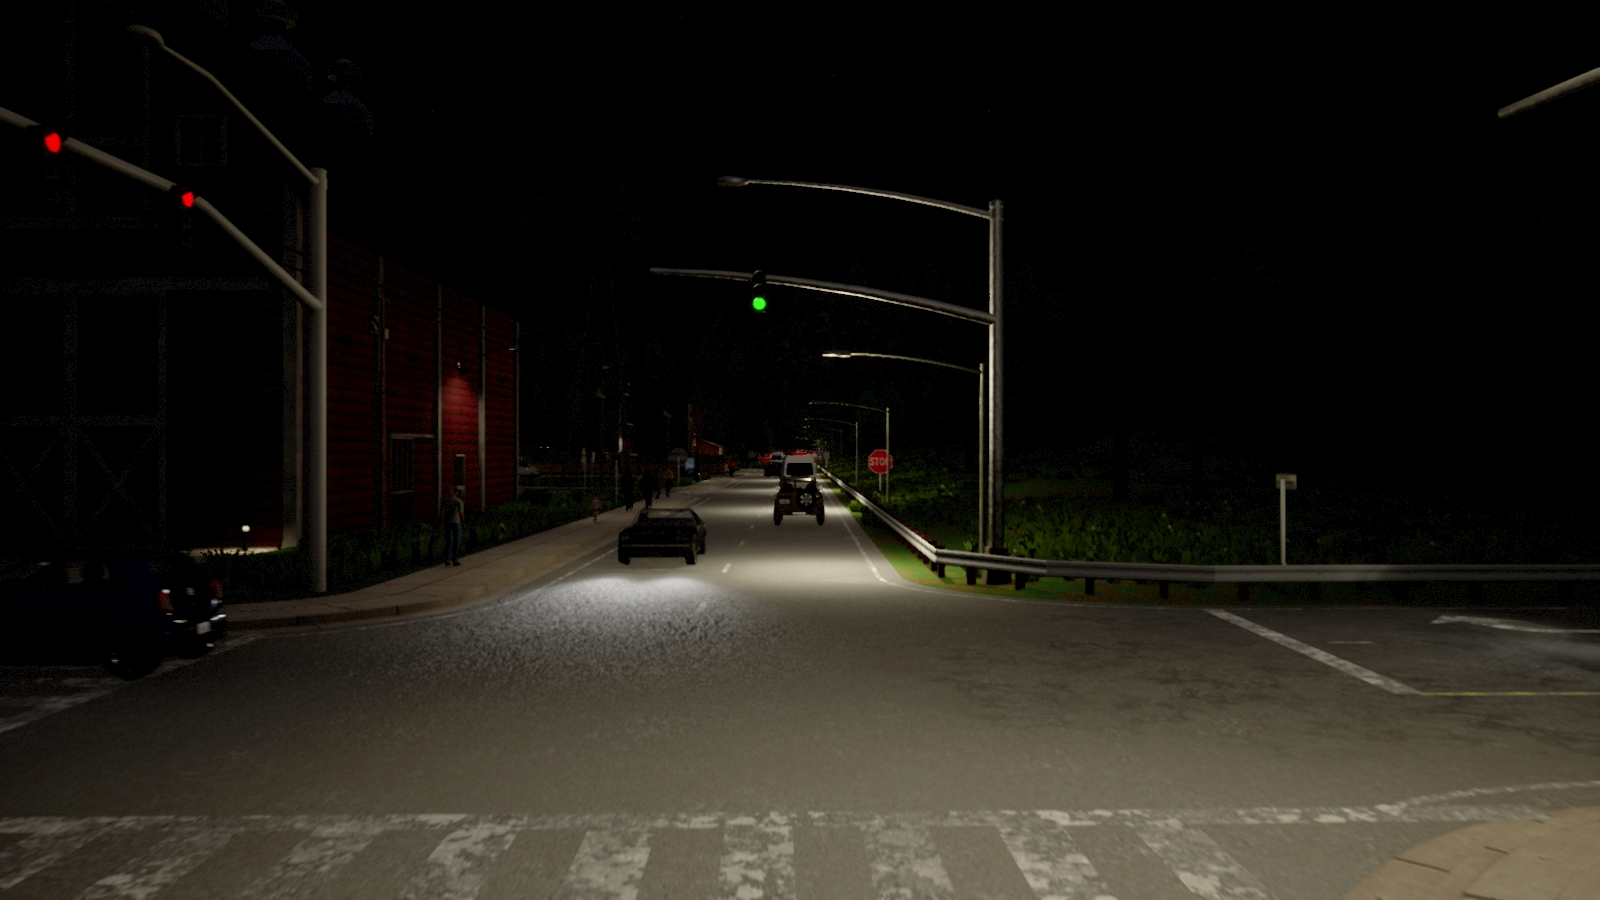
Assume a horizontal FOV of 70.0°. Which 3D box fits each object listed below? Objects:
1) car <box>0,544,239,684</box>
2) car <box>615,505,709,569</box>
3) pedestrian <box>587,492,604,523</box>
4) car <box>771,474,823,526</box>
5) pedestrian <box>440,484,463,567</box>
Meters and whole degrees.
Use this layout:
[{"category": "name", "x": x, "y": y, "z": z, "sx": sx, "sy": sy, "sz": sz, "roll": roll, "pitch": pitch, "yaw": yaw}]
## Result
[{"category": "car", "x": -9.391, "y": 2.024, "z": 14.490, "sx": 3.633, "sy": 1.501, "sz": 1.845, "roll": 0, "pitch": 0, "yaw": -1}, {"category": "car", "x": -3.457, "y": 2.177, "z": 29.494, "sx": 1.895, "sy": 1.301, "sz": 4.718, "roll": 0, "pitch": 0, "yaw": 0}, {"category": "pedestrian", "x": -7.489, "y": 2.108, "z": 41.921, "sx": 0.500, "sy": 1.100, "sz": 0.500, "roll": 0, "pitch": 0, "yaw": 7}, {"category": "car", "x": -0.087, "y": 1.897, "z": 44.803, "sx": 1.932, "sy": 1.855, "sz": 4.605, "roll": 0, "pitch": 0, "yaw": 0}, {"category": "pedestrian", "x": -7.948, "y": 1.714, "z": 26.085, "sx": 0.375, "sy": 1.860, "sz": 0.375, "roll": 0, "pitch": 0, "yaw": 11}]
